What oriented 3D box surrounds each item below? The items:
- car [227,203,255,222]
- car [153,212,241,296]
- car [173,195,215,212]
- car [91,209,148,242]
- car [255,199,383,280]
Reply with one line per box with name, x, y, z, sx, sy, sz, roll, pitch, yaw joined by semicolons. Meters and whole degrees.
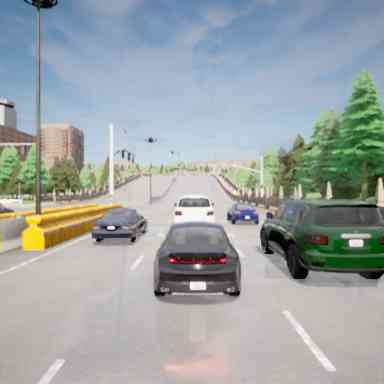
car;3.621;1.505;23.995;1.812;1.442;4.674;0;0;0
car;0.111;1.497;8.603;1.837;1.490;4.892;0;0;0
car;0.119;1.205;18.898;2.150;2.045;5.566;0;0;0
car;-3.386;1.533;16.339;2.033;1.411;5.357;0;0;0
car;3.613;1.213;10.005;2.150;2.045;5.566;0;0;0
